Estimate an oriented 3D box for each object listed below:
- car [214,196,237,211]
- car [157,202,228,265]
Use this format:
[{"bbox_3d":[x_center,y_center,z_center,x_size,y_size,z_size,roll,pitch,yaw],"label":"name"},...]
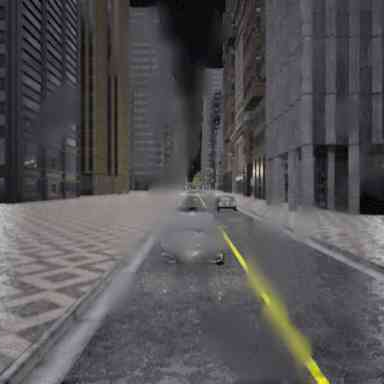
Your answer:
[{"bbox_3d":[3.122,1.048,31.627,2.033,1.411,5.357,0,1,0],"label":"car"},{"bbox_3d":[0.013,1.326,11.061,1.837,1.490,4.892,0,2,0],"label":"car"}]
